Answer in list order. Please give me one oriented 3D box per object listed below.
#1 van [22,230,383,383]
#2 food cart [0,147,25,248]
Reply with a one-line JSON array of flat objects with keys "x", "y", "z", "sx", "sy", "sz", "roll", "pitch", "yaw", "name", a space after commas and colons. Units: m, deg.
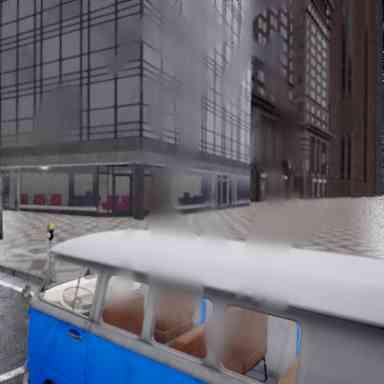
[{"x": 0.268, "y": 1.315, "z": 2.673, "sx": 3.998, "sy": 1.788, "sz": 1.690, "roll": 1, "pitch": 0, "yaw": 36, "name": "van"}, {"x": -8.770, "y": 0.183, "z": 12.828, "sx": 4.660, "sy": 3.560, "sz": 2.280, "roll": 1, "pitch": 1, "yaw": 36, "name": "food cart"}]
